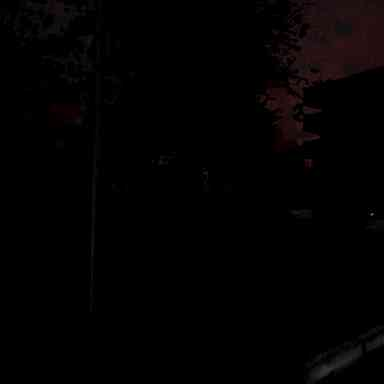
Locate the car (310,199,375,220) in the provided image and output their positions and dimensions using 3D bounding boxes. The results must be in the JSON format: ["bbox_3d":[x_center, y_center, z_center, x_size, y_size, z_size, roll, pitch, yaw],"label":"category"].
[{"bbox_3d":[11.977,1.332,26.784,1.837,1.490,4.892,2,1,-38],"label":"car"}]
